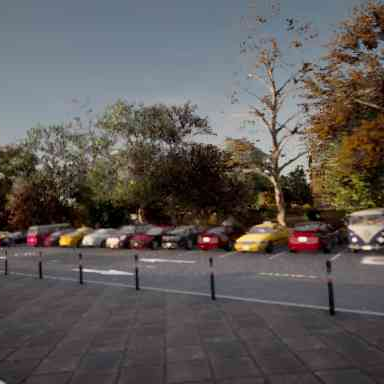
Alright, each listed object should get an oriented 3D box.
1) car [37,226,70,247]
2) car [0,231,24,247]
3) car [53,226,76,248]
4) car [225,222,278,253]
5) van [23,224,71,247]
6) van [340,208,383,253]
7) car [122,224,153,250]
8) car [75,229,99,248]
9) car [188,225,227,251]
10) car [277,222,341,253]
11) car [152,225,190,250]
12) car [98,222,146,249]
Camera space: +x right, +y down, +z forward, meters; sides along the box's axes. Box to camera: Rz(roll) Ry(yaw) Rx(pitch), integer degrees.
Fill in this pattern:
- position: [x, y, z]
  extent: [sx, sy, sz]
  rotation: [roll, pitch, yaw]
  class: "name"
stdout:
- position: [-11.340, 4.233, 30.802]
  extent: [2.002, 1.452, 4.674]
  rotation: [-6, -3, 35]
  class: "car"
- position: [-18.115, 4.931, 35.589]
  extent: [2.163, 1.488, 4.792]
  rotation: [-6, -3, 35]
  class: "car"
- position: [-9.089, 3.957, 29.198]
  extent: [2.097, 1.535, 5.008]
  rotation: [-6, -3, 35]
  class: "car"
- position: [4.325, 2.544, 19.433]
  extent: [1.946, 1.575, 5.366]
  rotation: [-6, -3, 35]
  class: "car"
- position: [-13.542, 4.204, 32.515]
  extent: [1.878, 1.987, 4.442]
  rotation: [-6, -3, 35]
  class: "van"
- position: [8.856, 1.854, 16.294]
  extent: [1.878, 1.987, 4.442]
  rotation: [-6, -3, 35]
  class: "van"
- position: [-2.322, 3.251, 24.398]
  extent: [2.097, 1.535, 5.008]
  rotation: [-6, -3, 35]
  class: "car"
- position: [-6.831, 3.761, 27.595]
  extent: [2.002, 1.452, 4.674]
  rotation: [-6, -3, 35]
  class: "car"
- position: [2.199, 2.811, 21.209]
  extent: [2.163, 1.488, 4.792]
  rotation: [-6, -3, 35]
  class: "car"
- position: [6.707, 2.343, 18.003]
  extent: [2.163, 1.488, 4.792]
  rotation: [-6, -3, 35]
  class: "car"
- position: [-0.076, 3.017, 22.785]
  extent: [2.231, 1.521, 4.892]
  rotation: [-6, -3, 35]
  class: "car"
- position: [-4.570, 3.361, 26.028]
  extent: [2.185, 1.767, 4.553]
  rotation: [-6, -3, 35]
  class: "car"
